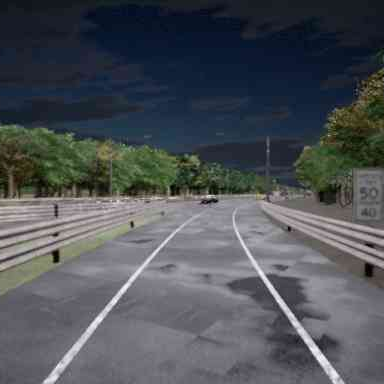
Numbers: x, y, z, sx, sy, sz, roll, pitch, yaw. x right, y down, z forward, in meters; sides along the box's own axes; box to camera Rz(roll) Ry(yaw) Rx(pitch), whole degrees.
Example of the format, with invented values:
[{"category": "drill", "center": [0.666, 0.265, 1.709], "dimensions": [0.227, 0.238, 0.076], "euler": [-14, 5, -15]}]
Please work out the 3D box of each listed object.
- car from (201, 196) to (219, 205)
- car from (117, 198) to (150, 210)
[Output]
[{"category": "car", "center": [3.264, 1.514, 59.254], "dimensions": [1.882, 1.535, 5.008], "euler": [0, 0, 25]}, {"category": "car", "center": [-6.666, 1.462, 38.858], "dimensions": [2.128, 1.511, 4.902], "euler": [0, 0, 27]}]
